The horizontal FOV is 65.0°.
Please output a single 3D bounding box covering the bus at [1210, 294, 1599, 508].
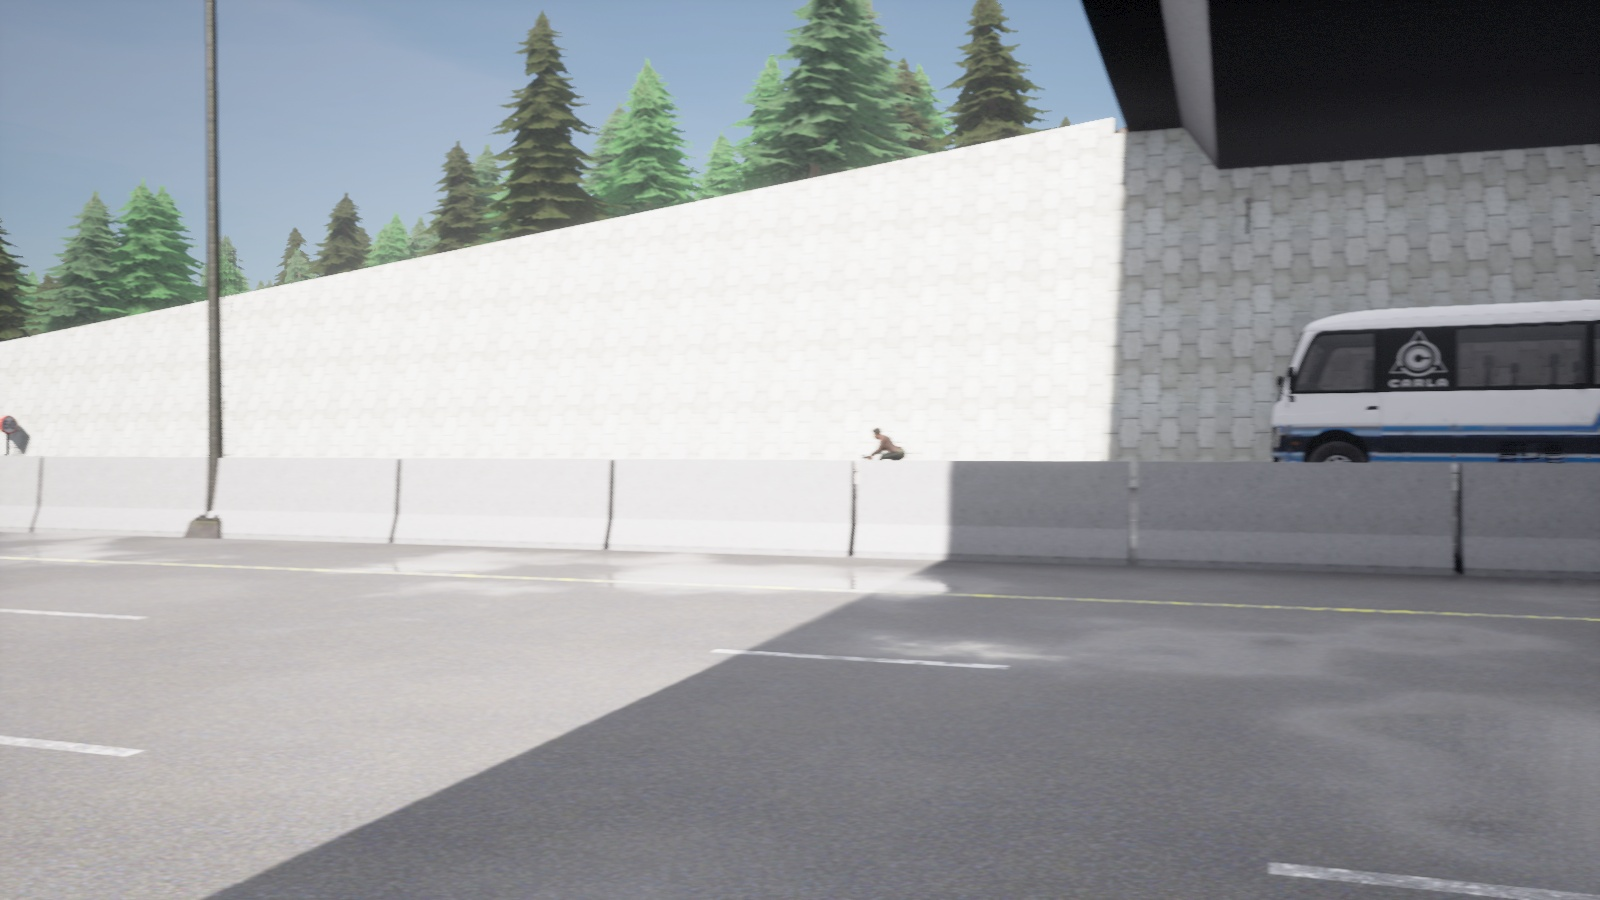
[{"bbox_3d":[14.826,-0.941,27.842,10.273,4.253,3.944,1,-2,29],"label":"bus"}]
